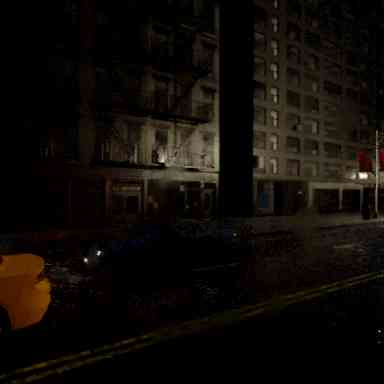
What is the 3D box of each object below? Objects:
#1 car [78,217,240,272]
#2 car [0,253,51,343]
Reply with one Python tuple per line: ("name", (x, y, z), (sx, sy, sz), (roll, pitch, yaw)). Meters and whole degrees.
("car", (-0.865, 1.574, 11.058), (5.357, 1.411, 2.033), (0, 0, -36))
("car", (-4.590, 1.472, 4.401), (5.008, 1.535, 1.882), (0, 0, -36))
